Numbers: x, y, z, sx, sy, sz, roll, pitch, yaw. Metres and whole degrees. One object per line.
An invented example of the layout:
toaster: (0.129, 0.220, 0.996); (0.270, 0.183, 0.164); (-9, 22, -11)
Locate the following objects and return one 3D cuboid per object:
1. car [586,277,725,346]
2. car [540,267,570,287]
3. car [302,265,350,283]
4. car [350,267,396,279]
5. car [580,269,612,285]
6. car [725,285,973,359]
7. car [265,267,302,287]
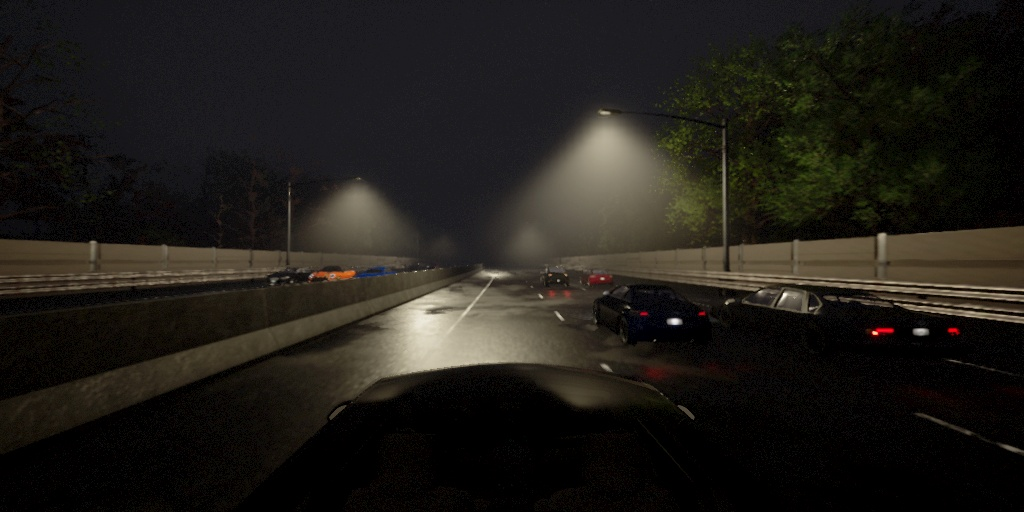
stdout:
car: (3.563, 1.439, 9.865); (1.994, 1.385, 4.181); (0, -1, 0)
car: (3.375, 1.656, 28.734); (2.128, 1.511, 4.902); (0, -1, -1)
car: (-14.320, 1.519, 28.843); (2.097, 1.767, 4.553); (0, -1, -1)
car: (-10.820, 1.645, 28.876); (1.882, 1.535, 5.008); (0, -1, -1)
car: (6.866, 1.738, 29.337); (1.994, 1.385, 4.181); (0, -1, -1)
car: (7.073, 1.403, 8.726); (2.033, 1.411, 5.357); (0, -1, 0)
car: (-17.832, 1.667, 29.196); (2.128, 1.511, 4.902); (0, -1, -1)
